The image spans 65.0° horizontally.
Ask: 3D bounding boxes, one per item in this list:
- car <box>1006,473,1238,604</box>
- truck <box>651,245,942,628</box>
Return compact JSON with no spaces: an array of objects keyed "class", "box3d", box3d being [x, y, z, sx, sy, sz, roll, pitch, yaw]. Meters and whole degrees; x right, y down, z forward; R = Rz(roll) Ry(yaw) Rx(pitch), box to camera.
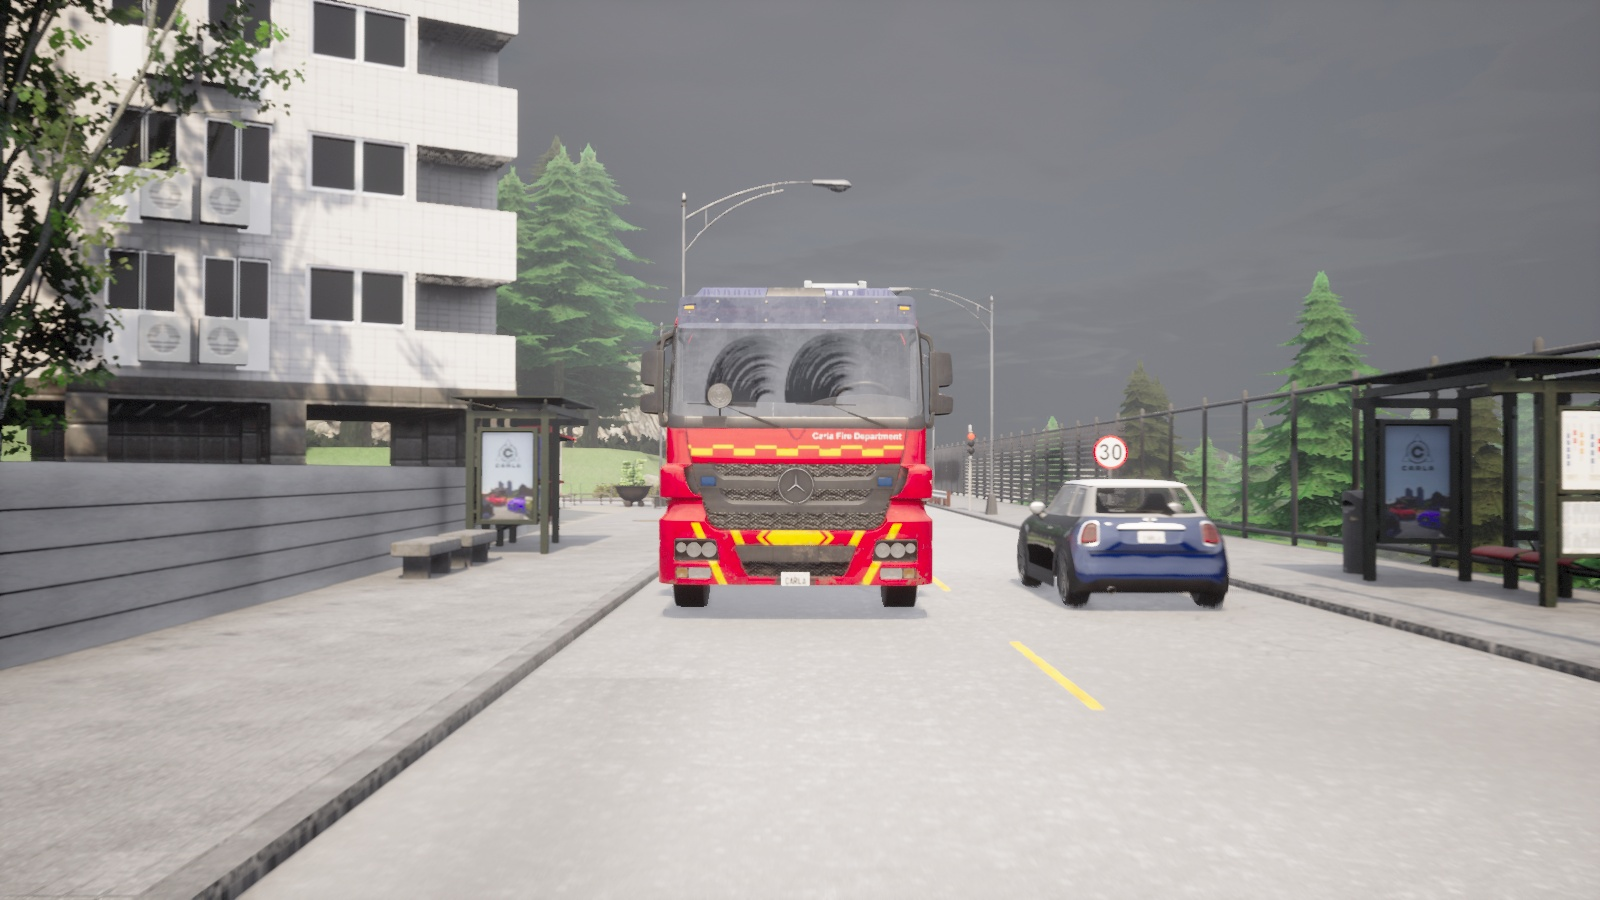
[{"class":"car","box3d":[3.957,1.034,16.122,1.970,1.475,3.806,0,-1,0]},{"class":"truck","box3d":[-0.048,-0.068,16.812,2.891,3.827,8.468,0,-1,0]}]
